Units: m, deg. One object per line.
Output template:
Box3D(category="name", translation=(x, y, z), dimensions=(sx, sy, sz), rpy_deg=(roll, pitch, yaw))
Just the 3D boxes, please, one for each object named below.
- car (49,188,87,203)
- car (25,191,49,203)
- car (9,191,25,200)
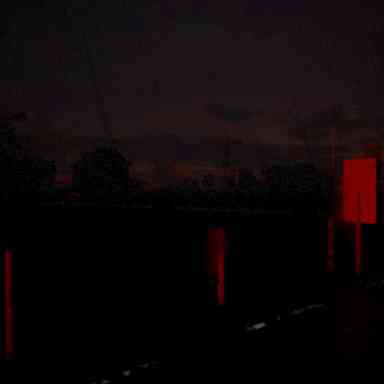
Box3D(category="car", translation=(-16.612, 0.442, 45.541), dimensions=(5.566, 2.045, 2.150), rpy_deg=(0, 0, 35))
Box3D(category="car", translation=(-19.818, 0.771, 44.273), dimensions=(4.181, 1.385, 1.994), rpy_deg=(0, 0, 34))
Box3D(category="car", translation=(-27.027, 0.607, 52.471), dimensions=(4.902, 1.511, 2.128), rpy_deg=(1, 0, 35))
